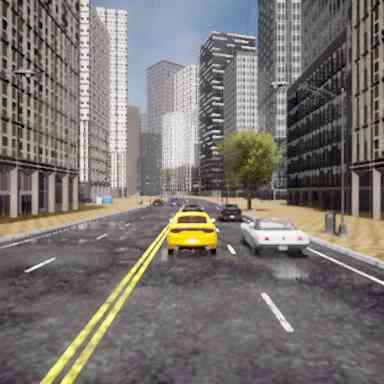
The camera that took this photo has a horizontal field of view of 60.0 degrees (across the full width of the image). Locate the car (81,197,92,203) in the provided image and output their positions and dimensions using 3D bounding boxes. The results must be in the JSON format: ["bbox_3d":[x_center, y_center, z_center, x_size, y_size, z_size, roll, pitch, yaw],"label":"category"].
[{"bbox_3d":[-28.169,2.079,86.760,4.507,1.381,1.887,0,0,1],"label":"car"}]

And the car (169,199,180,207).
[{"bbox_3d":[-3.275,2.057,63.859,1.812,1.442,4.674,0,0,1],"label":"car"}]

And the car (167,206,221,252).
[{"bbox_3d":[0.009,1.610,14.499,1.882,1.535,5.008,0,0,0],"label":"car"}]

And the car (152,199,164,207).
[{"bbox_3d":[-6.515,2.042,64.173,1.837,1.490,4.892,0,0,1],"label":"car"}]

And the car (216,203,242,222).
[{"bbox_3d":[3.261,1.770,29.296,1.837,1.490,4.892,0,0,0],"label":"car"}]

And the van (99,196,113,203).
[{"bbox_3d":[-22.630,1.900,86.713,3.998,1.788,1.690,0,0,1],"label":"van"}]

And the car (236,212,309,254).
[{"bbox_3d":[3.255,1.729,14.101,1.895,1.301,4.718,0,0,0],"label":"car"}]

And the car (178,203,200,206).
[{"bbox_3d":[0.011,1.770,29.280,1.837,1.490,4.892,0,0,0],"label":"car"}]
